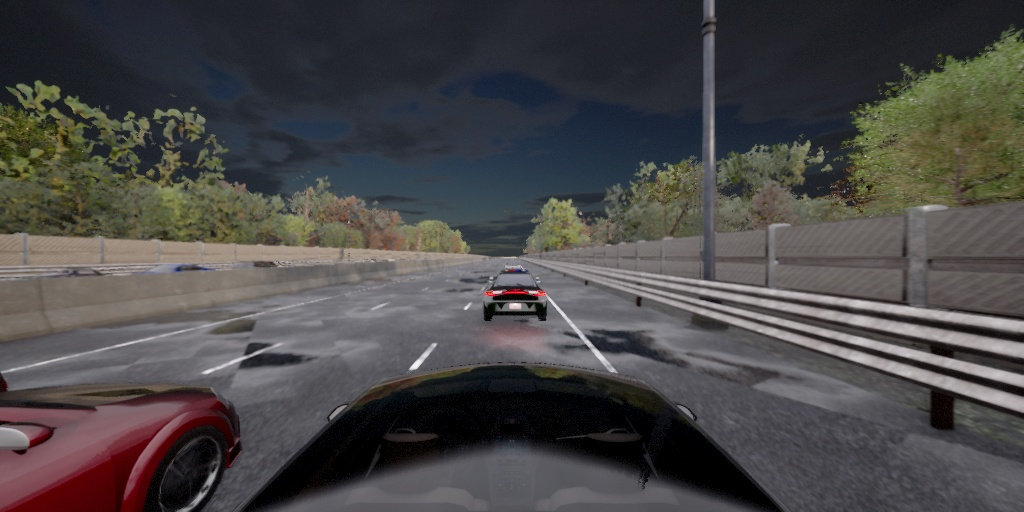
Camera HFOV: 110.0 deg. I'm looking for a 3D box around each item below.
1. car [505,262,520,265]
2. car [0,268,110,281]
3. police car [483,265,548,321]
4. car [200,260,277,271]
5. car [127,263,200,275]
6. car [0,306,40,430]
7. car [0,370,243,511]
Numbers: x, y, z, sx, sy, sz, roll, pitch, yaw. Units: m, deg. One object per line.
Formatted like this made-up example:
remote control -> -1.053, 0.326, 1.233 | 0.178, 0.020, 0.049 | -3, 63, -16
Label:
car -> 0.099, 1.359, 44.311 | 1.895, 1.301, 4.718 | 0, 0, 0
car -> -24.600, 1.354, 19.594 | 1.895, 1.301, 4.718 | 0, 0, 0
police car -> 0.098, 1.256, 12.650 | 2.038, 1.542, 4.974 | 0, 0, 0
car -> -17.598, 1.106, 23.876 | 2.097, 1.767, 4.553 | 0, 0, 0
car -> -21.098, 1.232, 22.273 | 1.882, 1.535, 5.008 | 0, 0, 0
car -> -6.901, 1.314, 2.391 | 1.994, 1.385, 4.181 | 0, 0, 0
car -> -3.399, 1.314, 1.464 | 1.994, 1.385, 4.181 | 0, 0, 0
